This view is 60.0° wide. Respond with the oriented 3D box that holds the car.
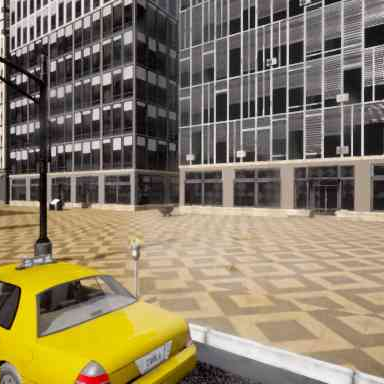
[{"bbox_3d":[-2.228,1.525,4.479,4.829,1.417,1.752,0,0,36],"label":"car"}]
